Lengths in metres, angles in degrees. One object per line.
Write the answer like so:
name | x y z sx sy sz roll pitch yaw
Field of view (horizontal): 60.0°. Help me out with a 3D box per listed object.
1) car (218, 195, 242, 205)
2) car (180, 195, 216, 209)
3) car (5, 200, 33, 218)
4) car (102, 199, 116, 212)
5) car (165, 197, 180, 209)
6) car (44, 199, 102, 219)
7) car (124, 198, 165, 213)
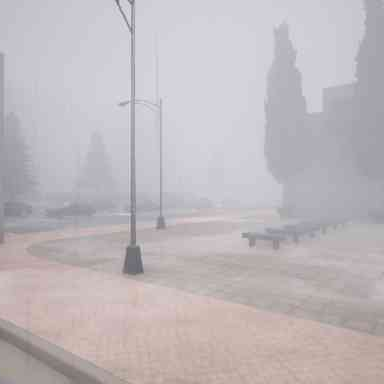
car | 6.398 1.602 57.629 1.994 1.385 4.181 0 0 38
car | 0.984 1.503 45.018 1.837 1.490 4.892 0 1 38
car | -16.246 1.505 28.512 1.837 1.490 4.892 0 0 39
car | -10.459 1.491 35.936 2.128 1.511 4.902 0 0 38
car | -3.086 1.503 45.481 1.837 1.490 4.892 0 0 38
car | -10.781 1.526 29.754 1.812 1.442 4.674 0 0 37
car | -5.473 1.564 36.656 1.994 1.385 4.181 0 0 38
